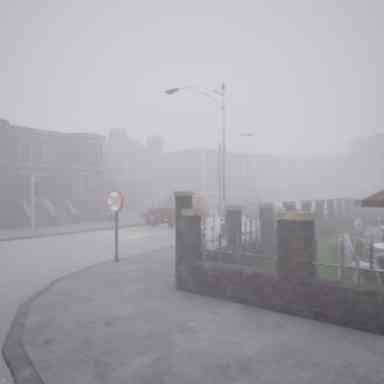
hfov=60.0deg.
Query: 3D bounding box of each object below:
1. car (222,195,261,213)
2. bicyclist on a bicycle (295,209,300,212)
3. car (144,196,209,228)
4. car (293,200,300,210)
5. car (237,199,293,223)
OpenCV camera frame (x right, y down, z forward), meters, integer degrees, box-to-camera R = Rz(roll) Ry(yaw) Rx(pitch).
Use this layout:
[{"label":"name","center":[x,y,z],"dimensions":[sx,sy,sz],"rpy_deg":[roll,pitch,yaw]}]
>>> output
[{"label":"car","center":[5.002,1.319,32.191],"dimensions":[2.150,2.045,5.566],"rpy_deg":[0,0,34]},{"label":"bicyclist on a bicycle","center":[5.388,1.380,18.089],"dimensions":[1.656,1.620,0.582],"rpy_deg":[-1,0,35]},{"label":"car","center":[-0.940,1.318,23.694],"dimensions":[2.150,2.045,5.566],"rpy_deg":[0,0,35]},{"label":"car","center":[11.359,1.621,40.210],"dimensions":[4.674,1.442,1.812],"rpy_deg":[0,0,-43]},{"label":"car","center":[5.788,1.560,25.883],"dimensions":[2.128,1.511,4.902],"rpy_deg":[0,0,35]}]
